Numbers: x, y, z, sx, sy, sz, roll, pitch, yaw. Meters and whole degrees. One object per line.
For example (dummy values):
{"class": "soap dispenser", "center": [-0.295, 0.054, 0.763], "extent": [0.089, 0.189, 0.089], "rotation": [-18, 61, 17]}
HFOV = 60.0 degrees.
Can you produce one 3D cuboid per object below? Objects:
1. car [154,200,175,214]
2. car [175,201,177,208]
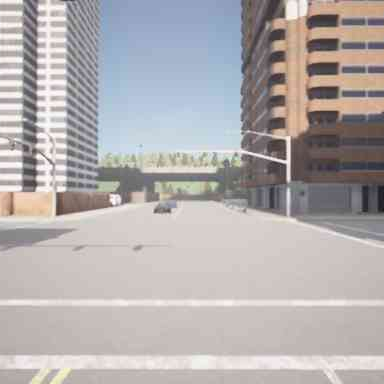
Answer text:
{"class": "car", "center": [-3.632, 1.976, 41.864], "extent": [1.994, 1.385, 4.181], "rotation": [0, -1, 0]}
{"class": "car", "center": [-3.580, 2.129, 59.110], "extent": [2.033, 1.411, 5.357], "rotation": [0, -1, 0]}
